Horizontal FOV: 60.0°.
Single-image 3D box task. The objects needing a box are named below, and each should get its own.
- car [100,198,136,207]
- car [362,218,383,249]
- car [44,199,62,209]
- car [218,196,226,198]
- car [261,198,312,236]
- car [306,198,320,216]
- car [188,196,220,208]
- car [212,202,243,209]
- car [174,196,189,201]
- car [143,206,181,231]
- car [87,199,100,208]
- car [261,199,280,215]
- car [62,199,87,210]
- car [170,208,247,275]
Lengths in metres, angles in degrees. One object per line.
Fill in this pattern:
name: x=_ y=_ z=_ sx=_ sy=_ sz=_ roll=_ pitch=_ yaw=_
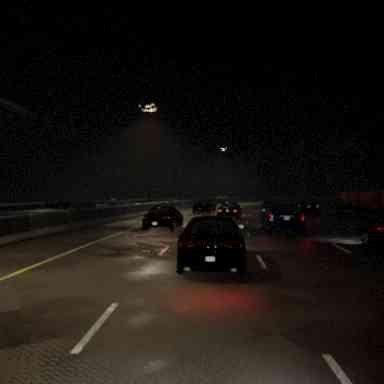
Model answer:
car: x=-8.556 y=1.607 z=40.523 sx=2.033 sy=1.411 sz=5.357 roll=0 pitch=0 yaw=15
car: x=7.804 y=1.534 z=11.903 sx=1.837 sy=1.490 sz=4.892 roll=0 pitch=0 yaw=5
car: x=-18.010 y=1.659 z=45.628 sx=1.895 sy=1.301 sz=4.718 roll=0 pitch=0 yaw=16
car: x=6.514 y=1.586 z=78.027 sx=1.882 sy=1.535 sz=5.008 roll=0 pitch=0 yaw=28
car: x=5.150 y=1.389 z=19.097 sx=2.097 sy=1.767 sz=4.553 roll=0 pitch=0 yaw=8
car: x=11.523 y=1.419 z=33.378 sx=2.097 sy=1.767 sz=4.553 roll=0 pitch=0 yaw=14
car: x=1.415 y=1.540 z=36.246 sx=1.882 sy=1.535 sz=5.008 roll=0 pitch=0 yaw=14
car: x=3.422 y=1.600 z=29.612 sx=2.033 sy=1.411 sz=5.357 roll=0 pitch=0 yaw=12
car: x=-2.596 y=1.633 z=83.247 sx=2.033 sy=1.411 sz=5.357 roll=0 pitch=0 yaw=28
car: x=-1.718 y=1.558 z=20.532 sx=1.812 sy=1.442 sz=4.674 roll=0 pitch=0 yaw=8
car: x=-11.176 y=1.554 z=44.013 sx=2.128 sy=1.511 sz=4.902 roll=0 pitch=0 yaw=16
car: x=8.441 y=1.545 z=35.484 sx=1.882 sy=1.535 sz=5.008 roll=0 pitch=0 yaw=14
car: x=-14.612 y=1.608 z=44.866 sx=2.033 sy=1.411 sz=5.357 roll=0 pitch=0 yaw=16
car: x=0.657 y=1.496 z=10.662 sx=1.882 sy=1.535 sz=5.008 roll=0 pitch=0 yaw=5
